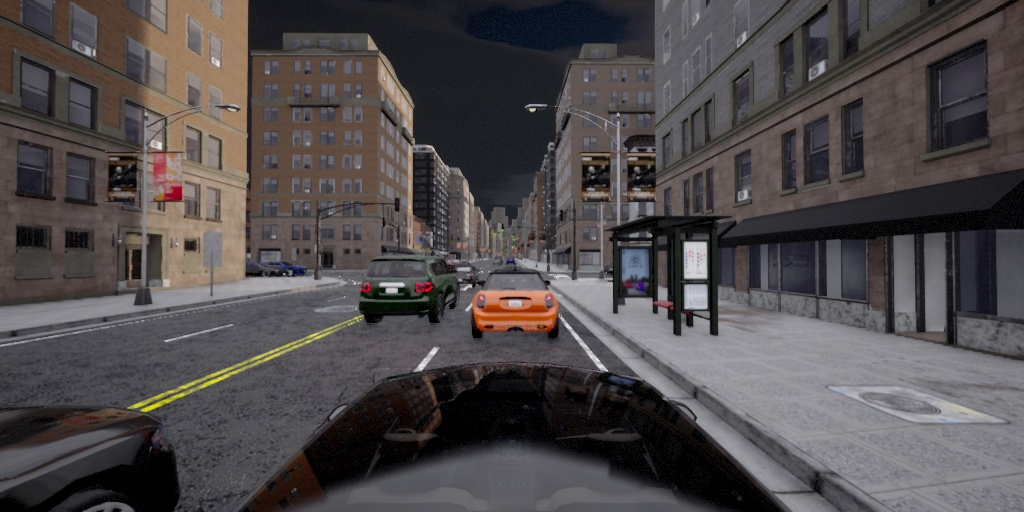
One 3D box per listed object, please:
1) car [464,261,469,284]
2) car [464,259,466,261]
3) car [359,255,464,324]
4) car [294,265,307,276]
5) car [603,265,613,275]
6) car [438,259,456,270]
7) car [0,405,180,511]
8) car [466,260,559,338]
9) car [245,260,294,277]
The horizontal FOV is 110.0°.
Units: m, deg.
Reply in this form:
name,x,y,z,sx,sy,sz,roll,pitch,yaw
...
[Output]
name,x,y,z,sx,sy,sz,roll,pitch,yaw
car,-3.230,1.303,24.337,1.812,1.442,4.674,0,0,0
car,-10.021,1.365,64.322,1.812,1.442,4.674,0,0,0
car,-3.187,0.990,12.156,2.150,2.045,5.566,0,0,0
car,-22.823,1.187,35.175,5.008,1.535,1.882,0,-1,0
car,12.810,1.426,38.894,5.357,1.411,2.033,0,-1,-4
car,-10.023,1.306,55.271,1.882,1.535,5.008,0,0,0
car,-3.144,1.240,0.381,2.128,1.511,4.902,0,0,0
car,0.070,1.114,10.323,2.097,1.767,4.553,0,0,0
car,-22.950,1.210,31.926,5.357,1.411,2.033,0,-1,0
